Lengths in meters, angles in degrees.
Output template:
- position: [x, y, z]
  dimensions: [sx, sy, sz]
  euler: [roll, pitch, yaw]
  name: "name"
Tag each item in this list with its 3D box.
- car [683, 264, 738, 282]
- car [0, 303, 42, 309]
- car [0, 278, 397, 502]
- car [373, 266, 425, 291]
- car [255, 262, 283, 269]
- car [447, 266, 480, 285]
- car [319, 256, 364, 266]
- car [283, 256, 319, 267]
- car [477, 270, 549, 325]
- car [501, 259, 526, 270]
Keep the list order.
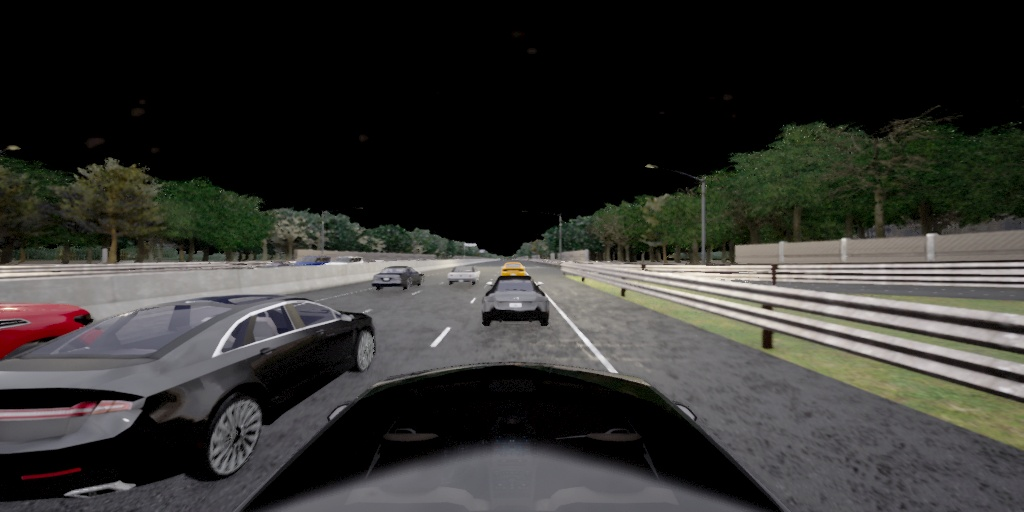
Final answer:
- position: [16.416, 1.378, 29.935]
  dimensions: [1.812, 1.442, 4.674]
  euler: [0, -1, -21]
  name: "car"
- position: [-6.900, 0.972, 2.763]
  dimensions: [2.150, 2.045, 5.566]
  euler: [0, 0, 0]
  name: "car"
- position: [-3.400, 1.243, 4.656]
  dimensions: [2.128, 1.511, 4.902]
  euler: [0, 0, 0]
  name: "car"
- position: [-6.901, 1.320, 22.183]
  dimensions: [2.033, 1.411, 5.357]
  euler: [0, 0, 0]
  name: "car"
- position: [-24.504, 1.364, 37.470]
  dimensions: [2.033, 1.411, 5.357]
  euler: [0, 0, 0]
  name: "car"
- position: [-3.400, 1.382, 26.219]
  dimensions: [1.895, 1.301, 4.718]
  euler: [0, 0, 0]
  name: "car"
- position: [-17.502, 1.023, 37.773]
  dimensions: [2.150, 2.045, 5.566]
  euler: [0, 0, 0]
  name: "car"
- position: [-21.002, 1.024, 37.756]
  dimensions: [2.150, 2.045, 5.566]
  euler: [0, 0, 0]
  name: "car"
- position: [0.100, 1.320, 11.850]
  dimensions: [1.994, 1.385, 4.181]
  euler: [0, 0, 0]
  name: "car"
- position: [0.100, 1.267, 29.570]
  dimensions: [1.882, 1.535, 5.008]
  euler: [0, 0, 0]
  name: "car"
